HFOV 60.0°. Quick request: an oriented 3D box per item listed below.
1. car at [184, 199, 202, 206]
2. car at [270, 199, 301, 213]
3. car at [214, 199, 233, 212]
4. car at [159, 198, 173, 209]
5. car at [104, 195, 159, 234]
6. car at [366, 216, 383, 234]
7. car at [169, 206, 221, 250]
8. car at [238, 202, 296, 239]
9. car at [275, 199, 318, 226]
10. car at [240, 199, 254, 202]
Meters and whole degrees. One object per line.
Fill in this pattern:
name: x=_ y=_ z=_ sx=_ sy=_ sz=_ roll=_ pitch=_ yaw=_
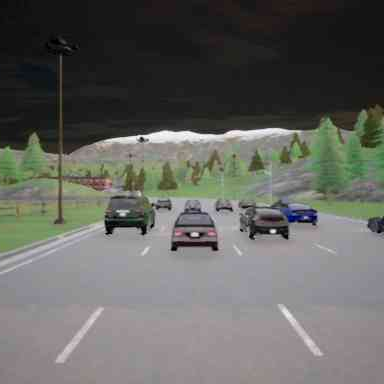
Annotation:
car: x=0.088 y=1.509 z=36.142 sx=2.033 sy=1.411 sz=5.357 roll=0 pitch=0 yaw=0
car: x=10.589 y=1.507 z=38.075 sx=2.033 sy=1.411 sz=5.357 roll=0 pitch=0 yaw=0
car: x=3.590 y=1.507 z=38.209 sx=2.033 sy=1.411 sz=5.357 roll=0 pitch=0 yaw=0
car: x=-3.411 y=1.448 z=40.925 sx=2.128 sy=1.511 sz=4.902 roll=0 pitch=0 yaw=0
car: x=-3.405 y=1.200 z=19.032 sx=2.150 sy=2.045 sz=5.566 roll=0 pitch=0 yaw=0
car: x=10.596 y=1.531 z=15.991 sx=2.033 sy=1.411 sz=5.357 roll=0 pitch=0 yaw=0
car: x=0.095 y=1.533 z=14.141 sx=2.033 sy=1.411 sz=5.357 roll=0 pitch=0 yaw=0
car: x=3.595 y=1.486 z=17.163 sx=1.837 sy=1.490 sz=4.892 roll=0 pitch=0 yaw=0
car: x=7.093 y=1.453 z=23.202 sx=1.882 sy=1.535 sz=5.008 roll=0 pitch=0 yaw=0
car: x=7.087 y=1.519 z=42.627 sx=1.994 sy=1.385 sz=4.181 roll=0 pitch=0 yaw=0
